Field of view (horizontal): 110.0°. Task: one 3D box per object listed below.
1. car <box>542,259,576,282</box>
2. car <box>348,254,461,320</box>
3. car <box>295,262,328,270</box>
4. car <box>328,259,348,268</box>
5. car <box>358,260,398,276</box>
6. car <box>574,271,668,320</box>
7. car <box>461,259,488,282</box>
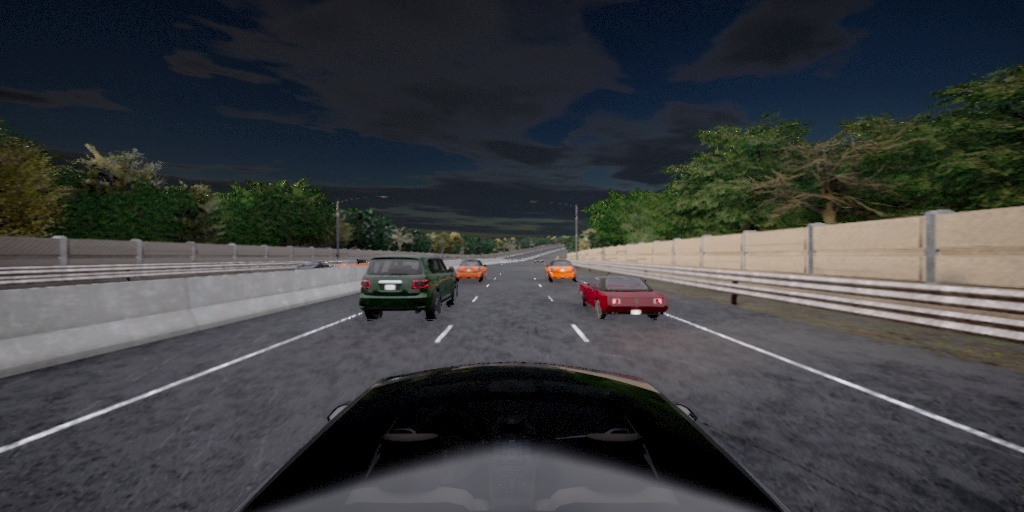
[{"bbox_3d":[3.826,1.084,28.877,2.097,1.767,4.553,0,0,1],"label":"car"},{"bbox_3d":[-3.378,0.964,12.674,2.150,2.045,5.566,0,0,0],"label":"car"},{"bbox_3d":[-20.670,1.277,37.377,1.994,1.385,4.181,0,0,2],"label":"car"},{"bbox_3d":[-17.141,1.068,38.363,2.097,1.767,4.553,0,0,2],"label":"car"},{"bbox_3d":[-13.682,1.210,36.988,2.128,1.511,4.902,0,0,2],"label":"car"},{"bbox_3d":[3.621,1.345,12.628,1.895,1.301,4.718,0,0,0],"label":"car"},{"bbox_3d":[-3.173,1.080,28.941,2.097,1.767,4.553,0,0,1],"label":"car"}]
